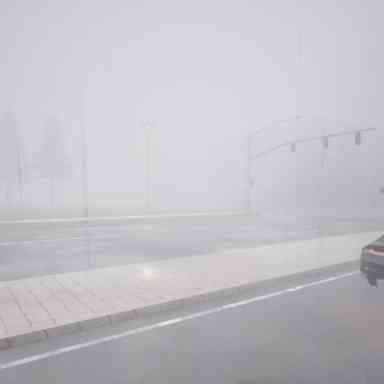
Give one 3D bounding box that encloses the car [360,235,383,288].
[{"bbox_3d":[5.984,1.495,8.040,4.902,1.511,2.128,0,0,-36],"label":"car"}]
